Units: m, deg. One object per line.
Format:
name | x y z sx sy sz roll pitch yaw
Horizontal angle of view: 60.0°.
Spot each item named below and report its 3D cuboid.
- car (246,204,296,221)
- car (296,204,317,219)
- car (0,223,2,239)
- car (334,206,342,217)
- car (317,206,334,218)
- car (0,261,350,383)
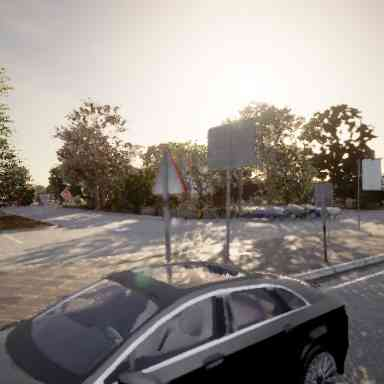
car | 7.420 2.077 32.961 2.002 1.452 4.674 1 -1 -38
car | 10.012 2.069 34.965 2.231 1.521 4.892 1 -1 -38
car | -11.841 1.677 18.090 2.185 1.767 4.553 1 -1 -38
car | 15.087 2.171 38.899 2.002 1.452 4.674 1 -1 -38
car | 12.593 2.100 36.978 2.097 1.535 5.008 1 -1 -38
car | -0.332 1.557 3.276 4.902 1.511 2.128 1 -1 -38
